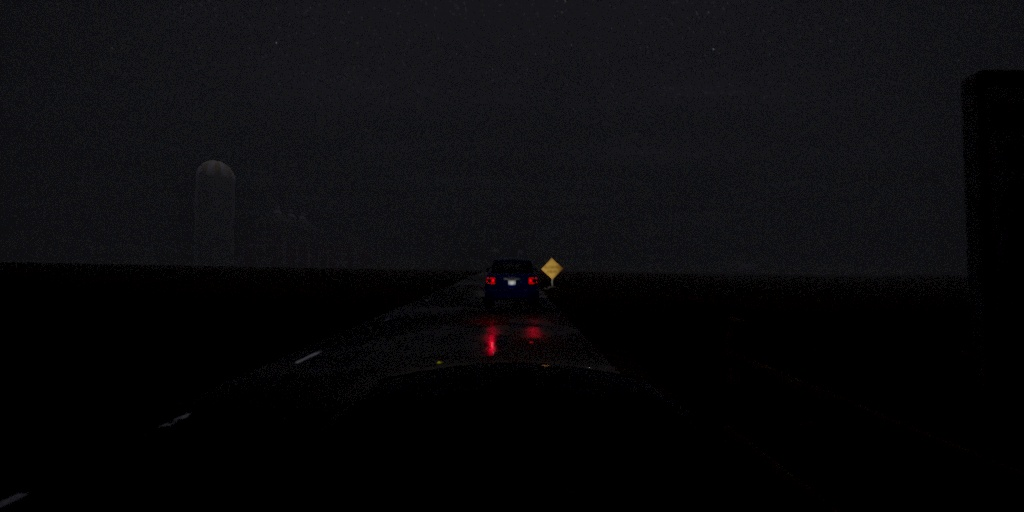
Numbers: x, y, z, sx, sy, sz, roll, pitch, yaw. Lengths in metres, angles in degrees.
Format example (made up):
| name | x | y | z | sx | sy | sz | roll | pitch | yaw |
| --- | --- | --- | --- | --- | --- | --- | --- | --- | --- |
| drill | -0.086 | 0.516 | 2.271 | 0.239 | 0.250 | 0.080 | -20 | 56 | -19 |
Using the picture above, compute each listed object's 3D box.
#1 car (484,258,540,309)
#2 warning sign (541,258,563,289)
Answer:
| name | x | y | z | sx | sy | sz | roll | pitch | yaw |
| --- | --- | --- | --- | --- | --- | --- | --- | --- | --- |
| car | -0.004 | 1.100 | 15.877 | 2.150 | 2.045 | 5.566 | 0 | 0 | 0 |
| warning sign | 2.442 | 1.051 | 21.554 | 1.300 | 1.860 | 1.060 | 0 | 0 | 0 |
